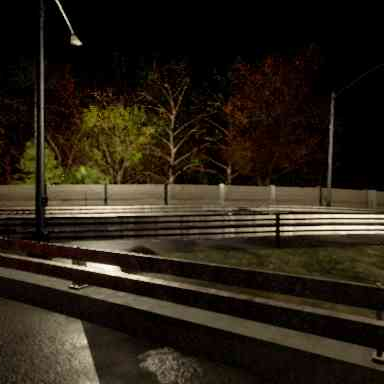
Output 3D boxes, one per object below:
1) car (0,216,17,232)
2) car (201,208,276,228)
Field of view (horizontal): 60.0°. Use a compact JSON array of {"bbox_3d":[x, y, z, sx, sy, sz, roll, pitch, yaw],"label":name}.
[{"bbox_3d":[-10.964,1.685,16.335,4.181,1.385,1.994,0,0,-6],"label":"car"},{"bbox_3d":[2.594,1.619,18.455,4.181,1.385,1.994,0,0,-12],"label":"car"}]
